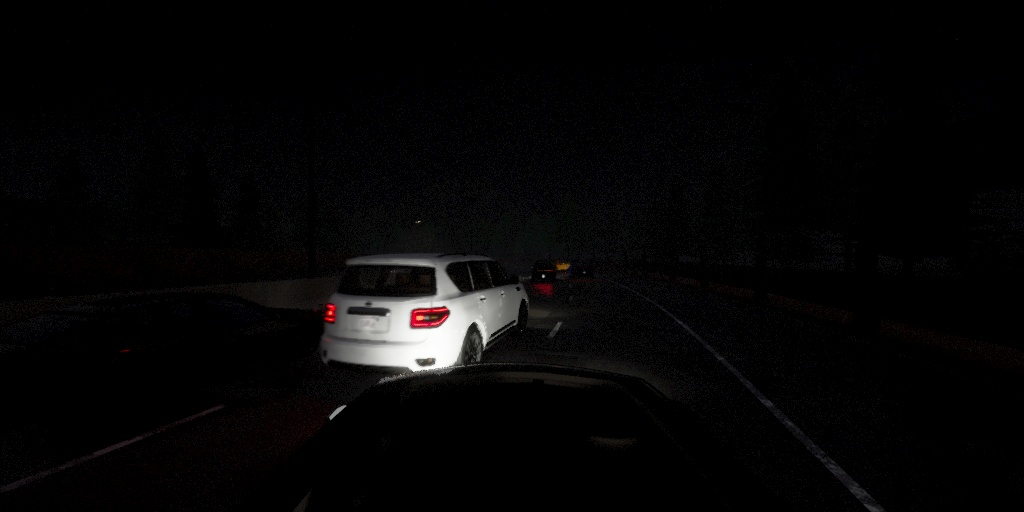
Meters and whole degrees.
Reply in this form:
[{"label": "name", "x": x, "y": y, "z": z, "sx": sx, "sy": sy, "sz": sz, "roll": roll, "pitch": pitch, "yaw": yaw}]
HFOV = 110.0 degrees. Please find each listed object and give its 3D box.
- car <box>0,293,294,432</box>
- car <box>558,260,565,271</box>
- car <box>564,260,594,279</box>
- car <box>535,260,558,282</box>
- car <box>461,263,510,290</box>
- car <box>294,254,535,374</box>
[{"label": "car", "x": -5.322, "y": 1.297, "z": 5.668, "sx": 2.033, "sy": 1.411, "sz": 5.357, "roll": 0, "pitch": 0, "yaw": 16}, {"label": "car", "x": 6.038, "y": 1.227, "z": 44.419, "sx": 1.882, "sy": 1.535, "sz": 5.008, "roll": 0, "pitch": 0, "yaw": -3}, {"label": "car", "x": 6.230, "y": 1.228, "z": 32.788, "sx": 1.882, "sy": 1.535, "sz": 5.008, "roll": 0, "pitch": 0, "yaw": 3}, {"label": "car", "x": 2.566, "y": 1.255, "z": 29.391, "sx": 1.837, "sy": 1.490, "sz": 4.892, "roll": 0, "pitch": 0, "yaw": 4}, {"label": "car", "x": -1.555, "y": 1.240, "z": 23.266, "sx": 2.128, "sy": 1.511, "sz": 4.902, "roll": 0, "pitch": 0, "yaw": 8}, {"label": "car", "x": -1.217, "y": 0.973, "z": 7.393, "sx": 2.150, "sy": 2.045, "sz": 5.566, "roll": 0, "pitch": 0, "yaw": 15}]
